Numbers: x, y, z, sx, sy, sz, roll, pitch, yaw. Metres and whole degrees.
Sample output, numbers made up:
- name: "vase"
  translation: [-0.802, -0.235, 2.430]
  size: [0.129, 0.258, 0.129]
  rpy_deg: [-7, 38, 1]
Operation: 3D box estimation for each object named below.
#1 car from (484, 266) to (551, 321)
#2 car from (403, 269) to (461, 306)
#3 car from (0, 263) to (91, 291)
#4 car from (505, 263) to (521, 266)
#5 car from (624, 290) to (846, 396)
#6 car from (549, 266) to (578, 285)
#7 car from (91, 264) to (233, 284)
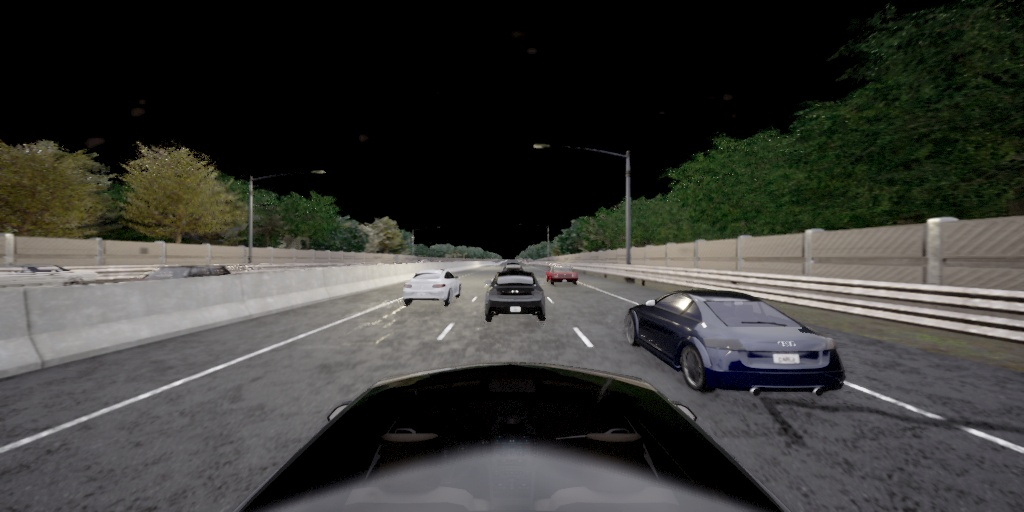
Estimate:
- name: "car"
  translation: [0.097, 1.263, 12.561]
  size: [1.837, 1.490, 4.892]
  rpy_deg: [0, 0, 0]
- name: "car"
  translation: [-3.403, 1.291, 15.792]
  size: [1.812, 1.442, 4.674]
  rpy_deg: [0, 0, 0]
- name: "car"
  translation: [-21.004, 0.972, 15.125]
  size: [1.895, 1.301, 4.718]
  rpy_deg: [0, 0, 0]
- name: "car"
  translation: [0.093, 1.362, 30.830]
  size: [1.837, 1.490, 4.892]
  rpy_deg: [0, 0, 0]
- name: "car"
  translation: [3.599, 1.315, 6.712]
  size: [1.994, 1.385, 4.181]
  rpy_deg: [0, 0, 0]
- name: "car"
  translation: [3.594, 1.423, 26.652]
  size: [1.895, 1.301, 4.718]
  rpy_deg: [0, 0, 0]
- name: "car"
  translation: [-14.004, 1.180, 15.185]
  size: [2.097, 1.767, 4.553]
  rpy_deg: [0, 0, 0]
